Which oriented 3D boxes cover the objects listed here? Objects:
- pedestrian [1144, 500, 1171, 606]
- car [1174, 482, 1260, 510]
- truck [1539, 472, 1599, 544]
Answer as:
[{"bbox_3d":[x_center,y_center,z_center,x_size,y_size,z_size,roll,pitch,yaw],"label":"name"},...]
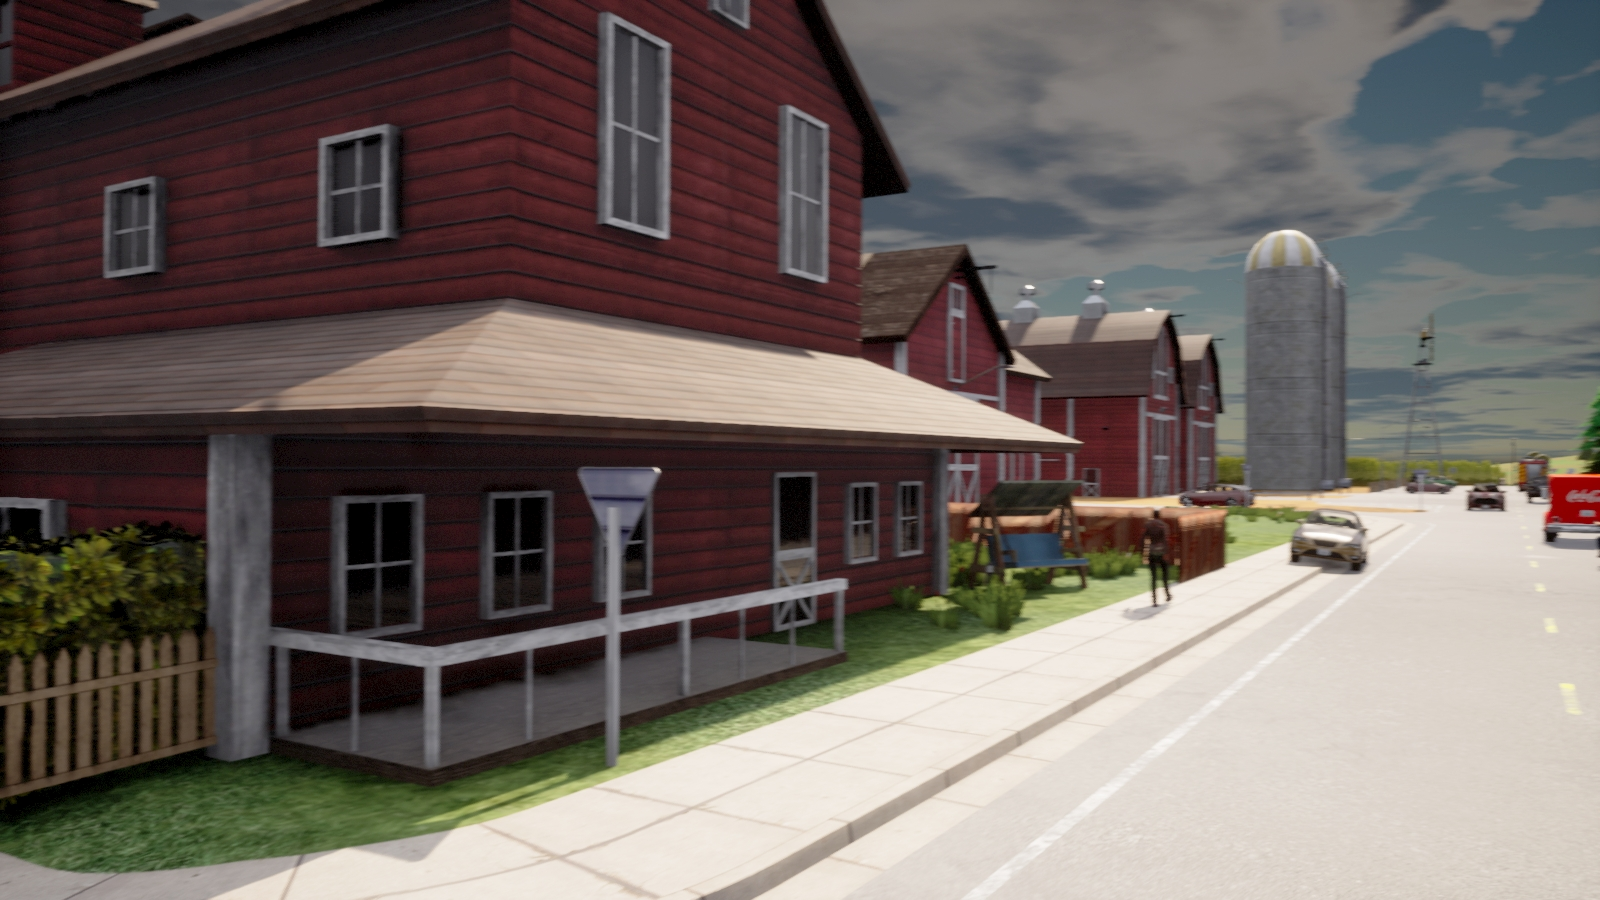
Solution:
[{"bbox_3d":[6.432,1.842,20.564,0.375,1.860,0.375,0,-1,34],"label":"pedestrian"},{"bbox_3d":[25.269,2.763,69.314,2.007,1.525,4.514,1,-1,-42],"label":"car"},{"bbox_3d":[28.957,2.080,42.235,2.627,2.467,5.204,0,-1,32],"label":"truck"}]
